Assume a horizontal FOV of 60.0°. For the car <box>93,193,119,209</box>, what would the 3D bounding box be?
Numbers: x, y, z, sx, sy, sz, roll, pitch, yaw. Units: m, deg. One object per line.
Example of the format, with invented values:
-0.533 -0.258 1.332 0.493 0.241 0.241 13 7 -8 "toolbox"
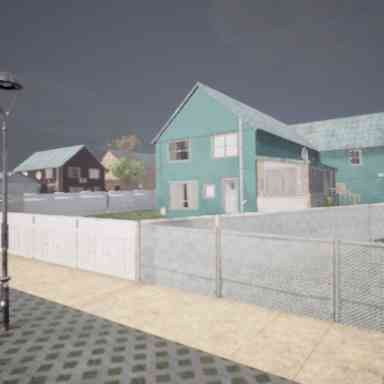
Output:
-9.350 0.893 33.911 1.882 1.535 5.008 -2 1 35 "car"
